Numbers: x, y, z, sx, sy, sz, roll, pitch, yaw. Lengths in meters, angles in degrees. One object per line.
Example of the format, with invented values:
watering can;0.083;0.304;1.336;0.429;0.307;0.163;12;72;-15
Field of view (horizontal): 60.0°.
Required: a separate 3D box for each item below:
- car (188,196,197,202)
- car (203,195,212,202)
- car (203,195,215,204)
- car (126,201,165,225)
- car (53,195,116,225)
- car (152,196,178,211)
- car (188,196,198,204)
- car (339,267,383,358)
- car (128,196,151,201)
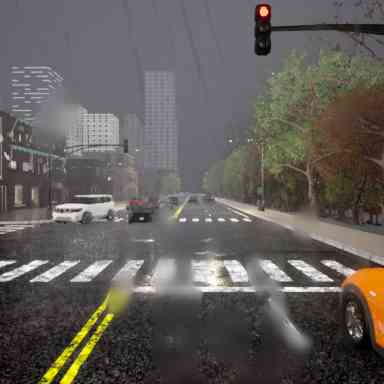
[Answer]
car;0.180;1.565;74.932;1.895;1.301;4.718;0;0;0
car;3.430;1.447;74.879;1.882;1.535;5.008;0;0;0
car;3.500;1.467;64.714;2.128;1.511;4.902;0;0;0
car;-3.294;1.558;23.759;1.994;1.385;4.181;0;0;0
car;-7.651;1.217;24.399;2.150;2.045;5.566;0;0;16
car;-3.253;1.479;40.534;2.128;1.511;4.902;0;0;0
car;0.251;1.523;64.439;2.033;1.411;5.357;0;0;1
car;3.359;1.351;3.399;2.097;1.767;4.553;0;0;0
car;-6.506;1.339;39.756;2.097;1.767;4.553;0;0;0
